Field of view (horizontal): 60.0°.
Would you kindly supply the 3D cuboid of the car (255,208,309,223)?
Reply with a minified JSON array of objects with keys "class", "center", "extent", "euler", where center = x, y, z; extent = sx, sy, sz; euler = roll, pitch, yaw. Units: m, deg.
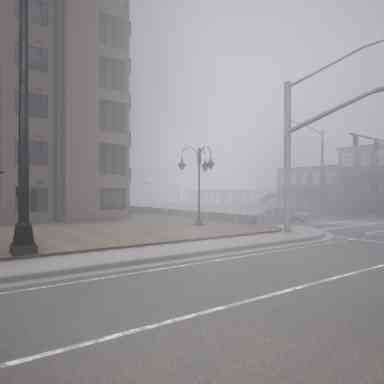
[{"class":"car","center":[7.985,2.096,29.843],"extent":[1.895,1.301,4.718],"euler":[0,-4,-36]}]

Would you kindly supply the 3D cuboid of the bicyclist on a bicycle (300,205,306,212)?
[{"class":"bicyclist on a bicycle","center":[13.605,2.464,40.705],"extent":[1.656,1.620,0.582],"euler":[0,-8,-35]}]
